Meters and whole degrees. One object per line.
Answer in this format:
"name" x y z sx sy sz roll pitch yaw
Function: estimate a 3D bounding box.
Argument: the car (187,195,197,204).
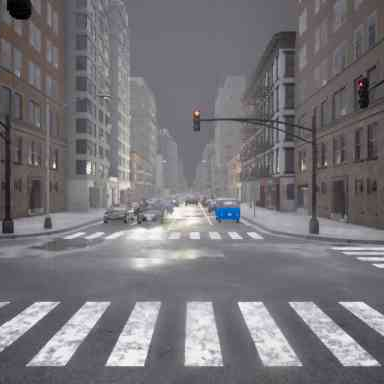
"car" -0.055 1.459 65.145 1.882 1.535 5.008 0 0 0

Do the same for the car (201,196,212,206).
"car" 2.597 1.576 47.741 1.802 1.307 4.206 0 0 0

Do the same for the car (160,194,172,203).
"car" -5.447 1.292 70.455 2.192 1.841 5.009 0 0 0

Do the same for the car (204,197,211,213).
"car" 2.606 1.580 36.378 1.802 1.307 4.206 0 0 0

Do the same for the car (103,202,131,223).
"car" -5.410 1.549 25.000 2.008 1.369 4.403 0 0 0

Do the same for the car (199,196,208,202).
"car" 2.574 1.524 76.147 2.008 1.369 4.403 0 0 0

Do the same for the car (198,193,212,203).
"car" 2.593 1.305 53.422 2.192 1.841 5.009 0 0 0

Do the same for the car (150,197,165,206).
"car" -5.433 1.556 53.410 1.947 1.339 4.313 0 0 0

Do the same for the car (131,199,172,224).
"car" -2.858 1.490 24.550 2.128 1.511 4.902 0 0 -1

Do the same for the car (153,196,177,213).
"car" -2.879 1.476 34.715 1.882 1.535 5.008 0 0 0

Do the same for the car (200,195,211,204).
"car" 2.583 1.422 64.785 1.967 1.590 4.097 0 0 0

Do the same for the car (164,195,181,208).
"car" -2.874 1.557 47.639 1.994 1.385 4.181 0 0 0

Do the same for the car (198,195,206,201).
"car" 2.564 1.530 87.510 1.947 1.339 4.313 0 0 0

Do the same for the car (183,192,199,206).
"car" -0.047 1.341 55.113 2.097 1.767 4.553 0 0 0

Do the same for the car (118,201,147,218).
"car" -5.414 1.543 30.682 1.887 1.381 4.507 0 0 0

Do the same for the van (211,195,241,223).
"van" 2.615 1.340 25.016 1.690 1.788 3.998 0 0 0
